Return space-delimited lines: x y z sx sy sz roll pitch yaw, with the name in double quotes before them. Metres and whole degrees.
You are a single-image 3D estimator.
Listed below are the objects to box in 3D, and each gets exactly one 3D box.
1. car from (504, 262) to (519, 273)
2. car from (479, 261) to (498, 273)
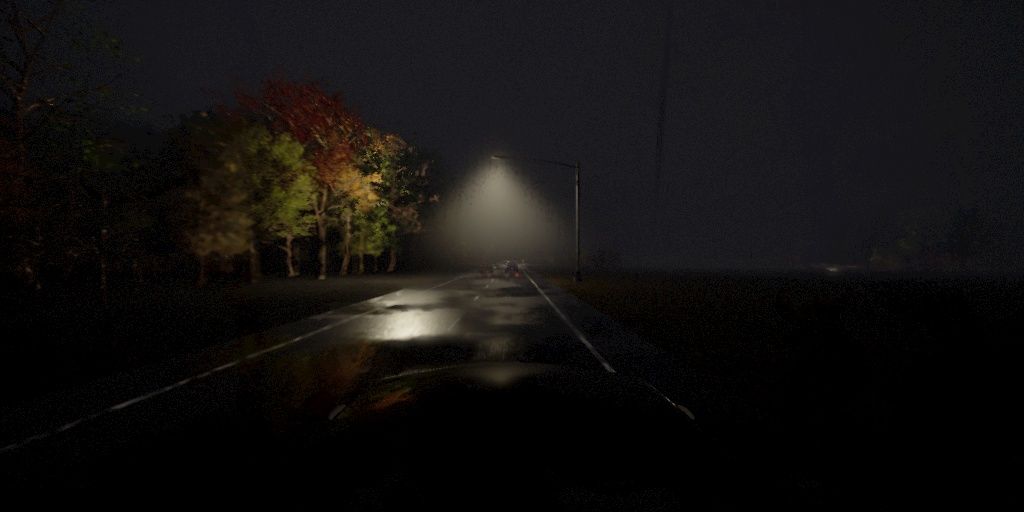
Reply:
"car" -0.004 1.563 49.727 1.812 1.442 4.674 0 0 0
"car" -3.502 1.528 49.465 2.128 1.511 4.902 0 0 0
